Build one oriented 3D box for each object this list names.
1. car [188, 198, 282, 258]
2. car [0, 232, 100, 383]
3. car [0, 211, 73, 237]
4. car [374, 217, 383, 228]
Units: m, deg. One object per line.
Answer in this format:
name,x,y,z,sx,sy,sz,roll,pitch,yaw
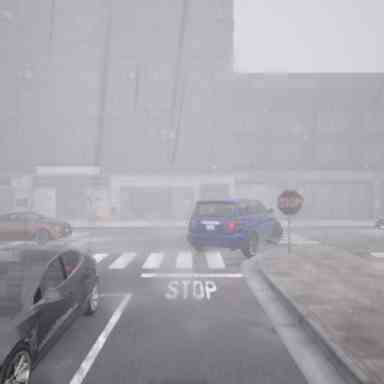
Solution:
car,1.871,1.241,13.278,2.150,2.045,5.566,-1,0,28
car,-2.640,1.573,4.864,1.947,1.339,4.313,0,0,0
car,-7.780,1.604,15.465,4.181,1.385,1.994,0,0,0
car,13.174,1.537,18.407,5.357,1.411,2.033,0,0,0
